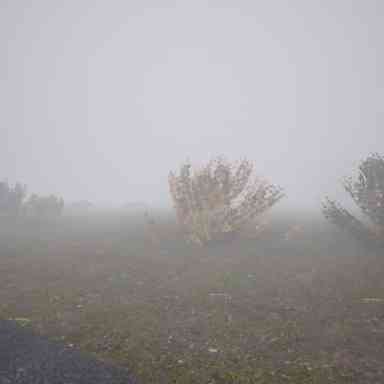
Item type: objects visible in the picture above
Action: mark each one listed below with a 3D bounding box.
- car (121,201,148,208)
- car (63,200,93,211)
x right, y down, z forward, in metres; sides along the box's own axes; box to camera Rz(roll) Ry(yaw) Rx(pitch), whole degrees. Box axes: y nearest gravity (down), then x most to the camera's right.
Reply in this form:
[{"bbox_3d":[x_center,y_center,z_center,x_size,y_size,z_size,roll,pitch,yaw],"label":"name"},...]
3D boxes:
[{"bbox_3d":[-9.689,2.111,56.581,1.895,1.301,4.718,-1,-1,36],"label":"car"},{"bbox_3d":[-16.360,1.889,47.311,1.837,1.490,4.892,-1,-1,35],"label":"car"}]
